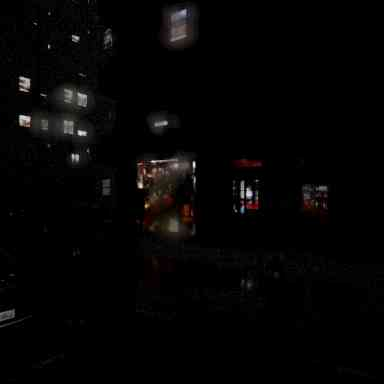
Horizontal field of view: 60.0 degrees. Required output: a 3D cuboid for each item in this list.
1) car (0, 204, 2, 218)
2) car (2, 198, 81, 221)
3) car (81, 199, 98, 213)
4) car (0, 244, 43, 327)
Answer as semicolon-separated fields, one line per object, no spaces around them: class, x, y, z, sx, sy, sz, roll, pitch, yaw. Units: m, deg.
car;-13.999;1.350;26.092;2.008;1.369;4.403;1;1;35
car;-11.343;1.291;25.389;1.837;1.490;4.892;0;1;35
car;-10.904;1.250;30.513;1.752;1.417;4.829;1;1;35
car;-4.463;1.551;6.069;4.403;1.369;2.008;0;0;36
